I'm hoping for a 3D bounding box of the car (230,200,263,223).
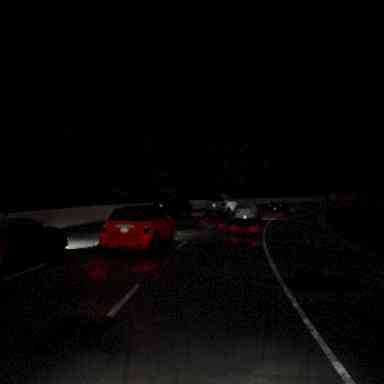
[{"bbox_3d":[4.438,1.555,25.792,1.812,1.442,4.674,0,0,17],"label":"car"}]

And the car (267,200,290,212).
[{"bbox_3d":[10.663,1.658,40.564,1.895,1.301,4.718,0,0,28],"label":"car"}]

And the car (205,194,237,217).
[{"bbox_3d":[2.952,1.251,32.216,2.150,2.045,5.566,0,0,21],"label":"car"}]

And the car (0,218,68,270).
[{"bbox_3d":[-5.956,1.554,11.158,1.994,1.385,4.181,0,0,7],"label":"car"}]

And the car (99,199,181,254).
[{"bbox_3d":[-2.044,1.355,13.793,2.097,1.767,4.553,0,0,9],"label":"car"}]

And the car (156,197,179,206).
[{"bbox_3d":[-4.141,1.589,57.451,1.994,1.385,4.181,0,0,28],"label":"car"}]

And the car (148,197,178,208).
[{"bbox_3d":[-4.322,1.513,49.967,2.128,1.511,4.902,0,0,29],"label":"car"}]

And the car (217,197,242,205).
[{"bbox_3d":[6.959,1.608,61.044,2.033,1.411,5.357,0,0,37],"label":"car"}]

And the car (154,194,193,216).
[{"bbox_3d":[-1.695,1.236,29.684,2.150,2.045,5.566,0,0,18],"label":"car"}]
